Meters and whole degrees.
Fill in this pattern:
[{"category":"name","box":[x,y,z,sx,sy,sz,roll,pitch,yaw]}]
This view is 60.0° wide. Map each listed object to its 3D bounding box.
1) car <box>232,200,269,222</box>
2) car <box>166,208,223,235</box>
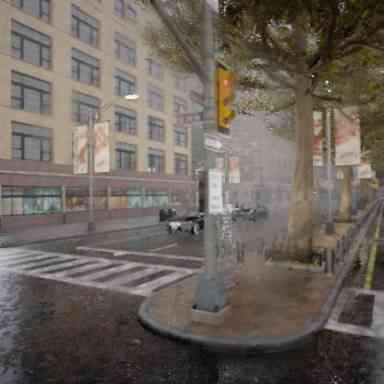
[{"category":"car","box":[5.206,1.640,29.297,2.097,1.767,4.553,-1,-1,30]},{"category":"car","box":[0.249,1.741,20.792,2.128,1.511,4.902,-1,-1,30]}]
